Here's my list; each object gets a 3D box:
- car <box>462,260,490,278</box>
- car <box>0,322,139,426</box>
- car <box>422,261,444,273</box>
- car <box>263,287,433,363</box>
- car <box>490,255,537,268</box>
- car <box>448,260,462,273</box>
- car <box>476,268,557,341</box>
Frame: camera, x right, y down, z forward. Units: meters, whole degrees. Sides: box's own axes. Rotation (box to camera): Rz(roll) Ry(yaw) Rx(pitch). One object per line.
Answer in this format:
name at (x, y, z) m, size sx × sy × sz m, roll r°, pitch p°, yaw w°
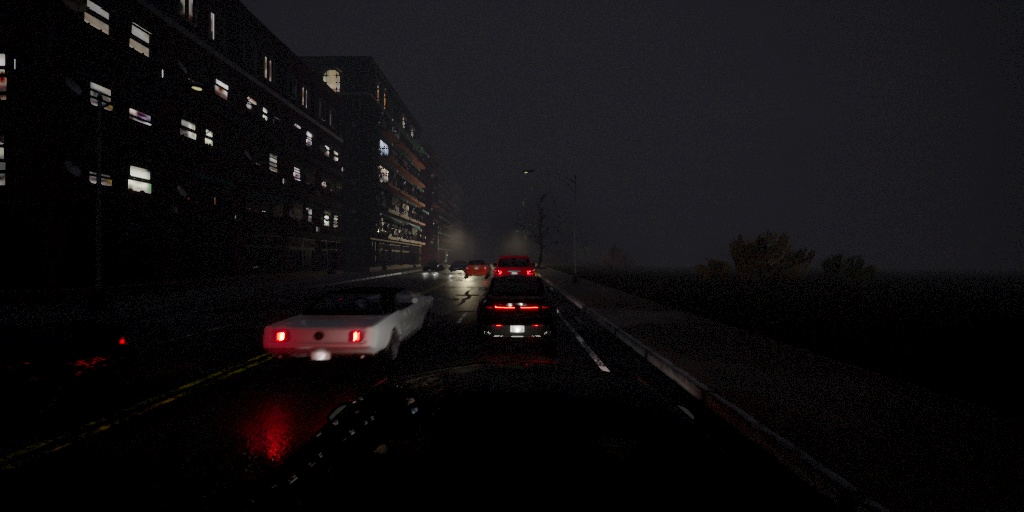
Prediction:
car at (-3.112, 1.105, 33.447) m, size 2.097 × 1.767 × 4.553 m, roll 0°, pitch 0°, yaw 0°
car at (-6.596, 1.298, 2.979) m, size 2.033 × 1.411 × 5.357 m, roll 0°, pitch 0°, yaw 0°
car at (-9.791, 1.300, 45.076) m, size 2.033 × 1.411 × 5.357 m, roll 0°, pitch 0°, yaw 0°
car at (-3.141, 1.352, 8.134) m, size 1.895 × 1.301 × 4.718 m, roll 0°, pitch 0°, yaw 0°
car at (0.125, 0.975, 20.161) m, size 2.150 × 2.045 × 5.566 m, roll 0°, pitch 0°, yaw 0°
car at (-6.541, 1.279, 44.425) m, size 1.812 × 1.442 × 4.674 m, roll 0°, pitch 0°, yaw 0°
car at (0.113, 1.256, 9.814) m, size 1.837 × 1.490 × 4.892 m, roll 0°, pitch 0°, yaw 0°
